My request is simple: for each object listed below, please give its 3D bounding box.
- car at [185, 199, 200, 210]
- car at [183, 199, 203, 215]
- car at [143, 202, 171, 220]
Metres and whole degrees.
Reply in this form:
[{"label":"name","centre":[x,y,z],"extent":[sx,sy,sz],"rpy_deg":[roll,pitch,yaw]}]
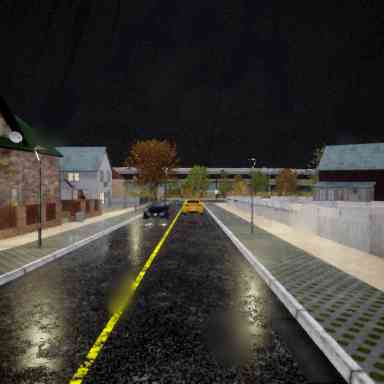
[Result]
[{"label":"car","centre":[0.124,1.602,44.522],"extent":[1.895,1.301,4.718],"rpy_deg":[0,0,0]},{"label":"car","centre":[0.119,1.471,33.989],"extent":[1.882,1.535,5.008],"rpy_deg":[0,0,0]},{"label":"car","centre":[-2.820,1.556,27.490],"extent":[1.994,1.385,4.181],"rpy_deg":[0,0,0]}]
